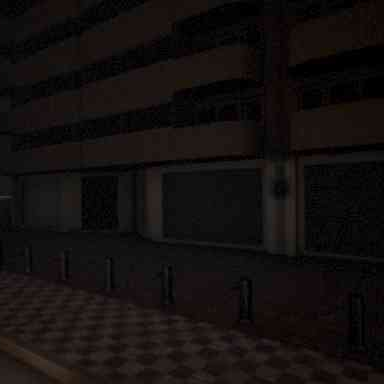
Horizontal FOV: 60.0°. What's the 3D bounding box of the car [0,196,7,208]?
[{"bbox_3d":[-45.861,2.096,76.138,1.932,1.855,4.605,-1,0,35],"label":"car"}]
